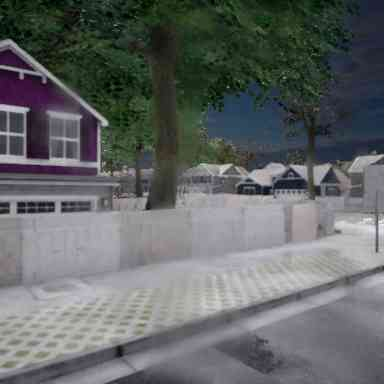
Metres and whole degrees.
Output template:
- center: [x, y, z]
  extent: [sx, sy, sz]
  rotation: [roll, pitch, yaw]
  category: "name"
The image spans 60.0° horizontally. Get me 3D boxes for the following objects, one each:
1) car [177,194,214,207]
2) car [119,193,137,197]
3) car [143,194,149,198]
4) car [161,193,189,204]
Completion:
- center: [0.509, 1.326, 35.522]
  extent: [1.882, 1.535, 5.008]
  rotation: [0, 0, -40]
  category: "car"
- center: [-11.626, 0.914, 60.256]
  extent: [2.097, 1.767, 4.553]
  rotation: [0, 1, -40]
  category: "car"
- center: [-9.157, 1.081, 62.369]
  extent: [1.837, 1.490, 4.892]
  rotation: [0, 1, -40]
  category: "car"
- center: [-2.847, 1.059, 54.925]
  extent: [2.097, 1.767, 4.553]
  rotation: [0, 1, -41]
  category: "car"
